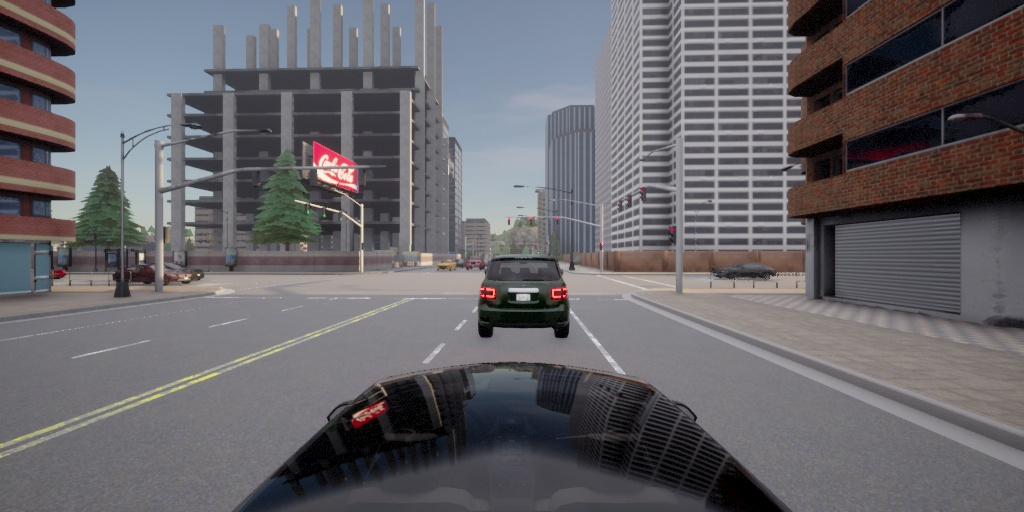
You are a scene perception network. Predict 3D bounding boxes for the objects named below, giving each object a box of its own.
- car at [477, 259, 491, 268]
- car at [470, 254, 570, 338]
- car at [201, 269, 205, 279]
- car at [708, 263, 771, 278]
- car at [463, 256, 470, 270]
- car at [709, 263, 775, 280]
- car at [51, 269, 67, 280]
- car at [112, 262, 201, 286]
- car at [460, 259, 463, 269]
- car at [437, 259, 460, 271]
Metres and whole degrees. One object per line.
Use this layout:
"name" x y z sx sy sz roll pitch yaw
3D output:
"car" -4.844 1.276 62.161 1.812 1.442 4.674 0 0 3
"car" 0.338 0.971 10.319 2.150 2.045 5.566 0 0 2
"car" -27.207 1.228 28.352 5.008 1.535 1.882 0 0 2
"car" 21.443 1.351 33.974 4.718 1.301 1.895 0 0 2
"car" -5.235 0.971 52.145 2.150 2.045 5.566 0 0 2
"car" 19.694 1.276 30.510 4.674 1.442 1.812 0 0 2
"car" -38.884 1.351 28.733 4.718 1.301 1.895 0 0 2
"car" -24.764 1.276 24.771 4.674 1.442 1.812 0 0 2
"car" -8.504 1.228 58.310 1.882 1.535 5.008 0 0 2
"car" -8.867 1.228 48.894 1.882 1.535 5.008 0 0 2
